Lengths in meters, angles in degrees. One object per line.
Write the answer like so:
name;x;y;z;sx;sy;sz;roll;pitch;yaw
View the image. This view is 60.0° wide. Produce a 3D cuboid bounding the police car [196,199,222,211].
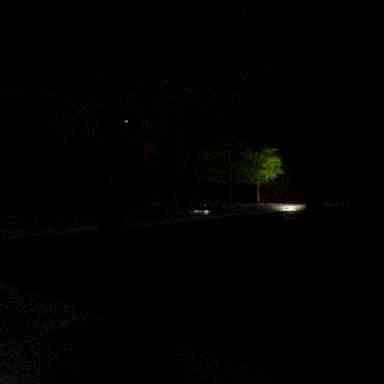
police car;2.396;1.864;48.026;2.038;1.542;4.974;-1;-1;36
